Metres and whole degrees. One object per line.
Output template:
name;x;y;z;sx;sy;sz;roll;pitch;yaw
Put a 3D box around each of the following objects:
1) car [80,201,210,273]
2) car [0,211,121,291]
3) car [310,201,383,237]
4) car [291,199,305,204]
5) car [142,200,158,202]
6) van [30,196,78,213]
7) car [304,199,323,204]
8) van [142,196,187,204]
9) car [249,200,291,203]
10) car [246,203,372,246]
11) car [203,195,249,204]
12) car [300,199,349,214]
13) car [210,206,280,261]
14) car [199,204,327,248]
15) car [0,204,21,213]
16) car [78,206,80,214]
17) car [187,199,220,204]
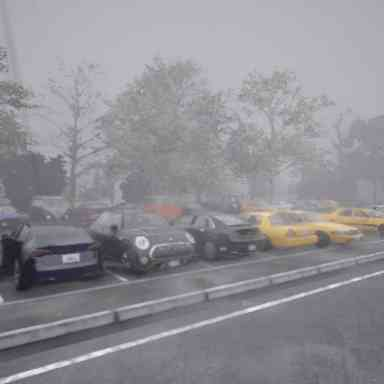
car;-1.768;1.361;10.900;2.185;1.767;4.553;0;0;-35
car;-4.030;1.515;9.296;2.163;1.488;4.792;0;0;-35
car;9.681;1.555;18.738;1.946;1.575;5.366;1;0;-35
car;8.827;1.663;34.381;2.002;1.452;4.674;1;0;-35
car;-4.858;1.528;24.734;2.163;1.488;4.792;0;0;-35
van;-9.179;1.259;21.508;1.878;1.987;4.442;0;0;-36
car;11.103;1.675;35.960;2.163;1.488;4.792;1;0;-35
van;-2.646;1.289;26.408;1.878;1.987;4.442;0;0;-35
car;6.672;1.598;32.632;1.946;1.575;5.366;1;0;-35
car;5.050;1.513;15.460;1.946;1.575;5.366;1;0;-35
car;2.028;1.306;29.608;2.435;2.045;5.566;1;0;-35
car;15.511;1.688;39.109;2.097;1.535;5.008;1;0;-35
car;0.522;1.491;12.475;2.231;1.521;4.892;0;0;-35
car;2.671;1.497;14.230;1.946;1.575;5.366;0;0;-35
car;-11.519;1.484;19.991;2.097;1.535;5.008;0;0;-35
car;-7.013;1.518;23.210;2.163;1.488;4.792;0;0;-35
car;-0.201;1.565;27.960;2.163;1.488;4.792;1;0;-35
